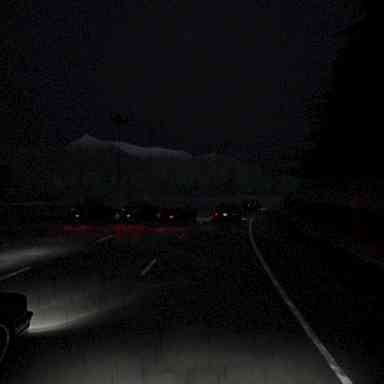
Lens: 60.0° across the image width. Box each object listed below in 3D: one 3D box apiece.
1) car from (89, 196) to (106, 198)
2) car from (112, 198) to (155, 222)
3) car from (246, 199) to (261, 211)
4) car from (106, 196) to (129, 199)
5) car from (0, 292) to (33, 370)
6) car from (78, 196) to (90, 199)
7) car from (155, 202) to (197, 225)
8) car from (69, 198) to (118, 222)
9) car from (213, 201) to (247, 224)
[{"bbox_3d":[-15.866,1.568,59.775,1.994,1.385,4.181,0,0,23],"label":"car"},{"bbox_3d":[-4.062,1.500,26.227,2.128,1.511,4.902,0,0,11],"label":"car"},{"bbox_3d":[7.474,1.610,41.907,1.994,1.385,4.181,0,0,19],"label":"car"},{"bbox_3d":[-12.487,1.489,58.780,1.882,1.535,5.008,0,0,23],"label":"car"},{"bbox_3d":[-3.316,1.541,2.440,2.033,1.411,5.357,0,0,1],"label":"car"},{"bbox_3d":[-19.331,1.501,60.524,1.837,1.490,4.892,0,0,23],"label":"car"},{"bbox_3d":[-0.889,1.492,24.302,1.882,1.535,5.008,0,0,10],"label":"car"},{"bbox_3d":[-7.677,1.492,25.984,2.128,1.511,4.902,0,0,11],"label":"car"},{"bbox_3d":[2.724,1.571,24.740,2.033,1.411,5.357,0,0,12],"label":"car"}]
